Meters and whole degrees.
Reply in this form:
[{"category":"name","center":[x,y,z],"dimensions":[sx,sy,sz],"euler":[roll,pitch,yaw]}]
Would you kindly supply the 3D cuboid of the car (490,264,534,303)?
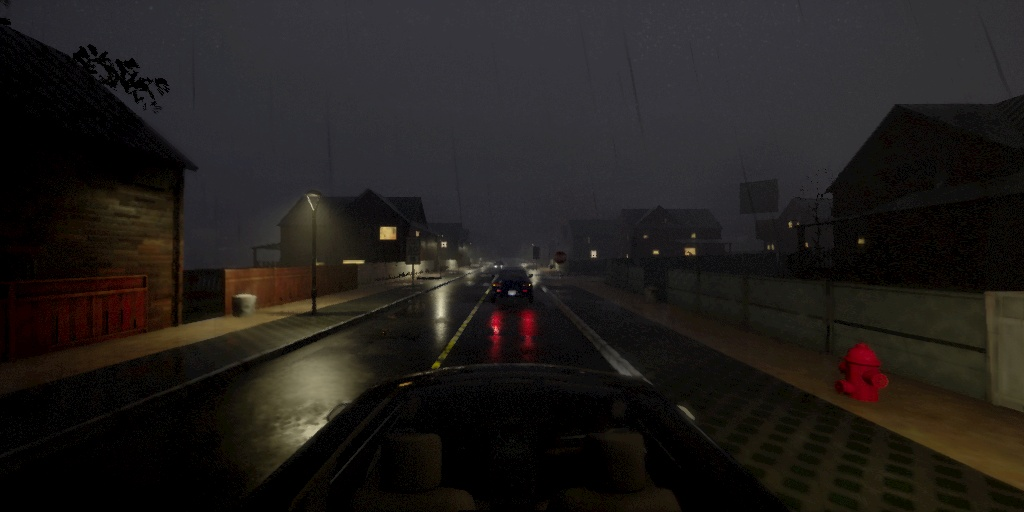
[{"category":"car","center":[0.000,1.288,16.502],"dimensions":[1.812,1.442,4.674],"euler":[0,0,0]}]
